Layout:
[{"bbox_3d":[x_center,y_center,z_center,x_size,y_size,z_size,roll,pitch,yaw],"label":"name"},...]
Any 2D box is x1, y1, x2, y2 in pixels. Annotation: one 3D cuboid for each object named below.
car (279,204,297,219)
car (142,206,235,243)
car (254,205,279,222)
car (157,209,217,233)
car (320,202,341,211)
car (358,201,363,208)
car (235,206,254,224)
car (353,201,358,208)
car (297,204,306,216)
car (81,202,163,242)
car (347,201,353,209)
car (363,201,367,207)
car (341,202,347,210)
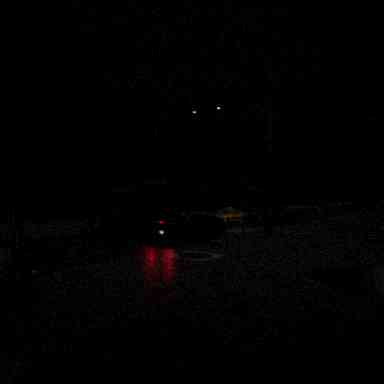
[{"bbox_3d":[9.166,2.031,35.177,1.947,1.339,4.313,-1,-1,35],"label":"car"},{"bbox_3d":[-0.012,1.690,17.505,2.128,1.511,4.902,0,-1,35],"label":"car"},{"bbox_3d":[6.038,1.954,30.772,1.947,1.339,4.313,-1,-1,35],"label":"car"},{"bbox_3d":[-0.217,1.817,21.961,1.802,1.307,4.206,-1,-1,35],"label":"car"},{"bbox_3d":[21.676,2.319,52.798,2.008,1.369,4.403,-1,-1,35],"label":"car"},{"bbox_3d":[34.186,2.635,70.418,1.947,1.339,4.313,-1,-1,35],"label":"car"},{"bbox_3d":[2.812,1.835,26.229,1.752,1.417,4.829,-1,-1,35],"label":"car"},{"bbox_3d":[31.059,2.576,66.013,1.802,1.307,4.206,-1,-1,35],"label":"car"},{"bbox_3d":[12.293,2.092,39.583,2.008,1.369,4.403,-1,-1,35],"label":"car"},{"bbox_3d":[-3.344,1.473,17.561,2.192,1.841,5.009,-1,-1,35],"label":"car"},{"bbox_3d":[27.931,2.485,61.608,1.947,1.339,4.313,-1,-1,35],"label":"car"},{"bbox_3d":[40.440,2.788,79.228,1.947,1.339,4.313,-1,-1,35],"label":"car"},{"bbox_3d":[24.705,2.367,57.065,1.752,1.417,4.829,-1,-1,35],"label":"car"}]
